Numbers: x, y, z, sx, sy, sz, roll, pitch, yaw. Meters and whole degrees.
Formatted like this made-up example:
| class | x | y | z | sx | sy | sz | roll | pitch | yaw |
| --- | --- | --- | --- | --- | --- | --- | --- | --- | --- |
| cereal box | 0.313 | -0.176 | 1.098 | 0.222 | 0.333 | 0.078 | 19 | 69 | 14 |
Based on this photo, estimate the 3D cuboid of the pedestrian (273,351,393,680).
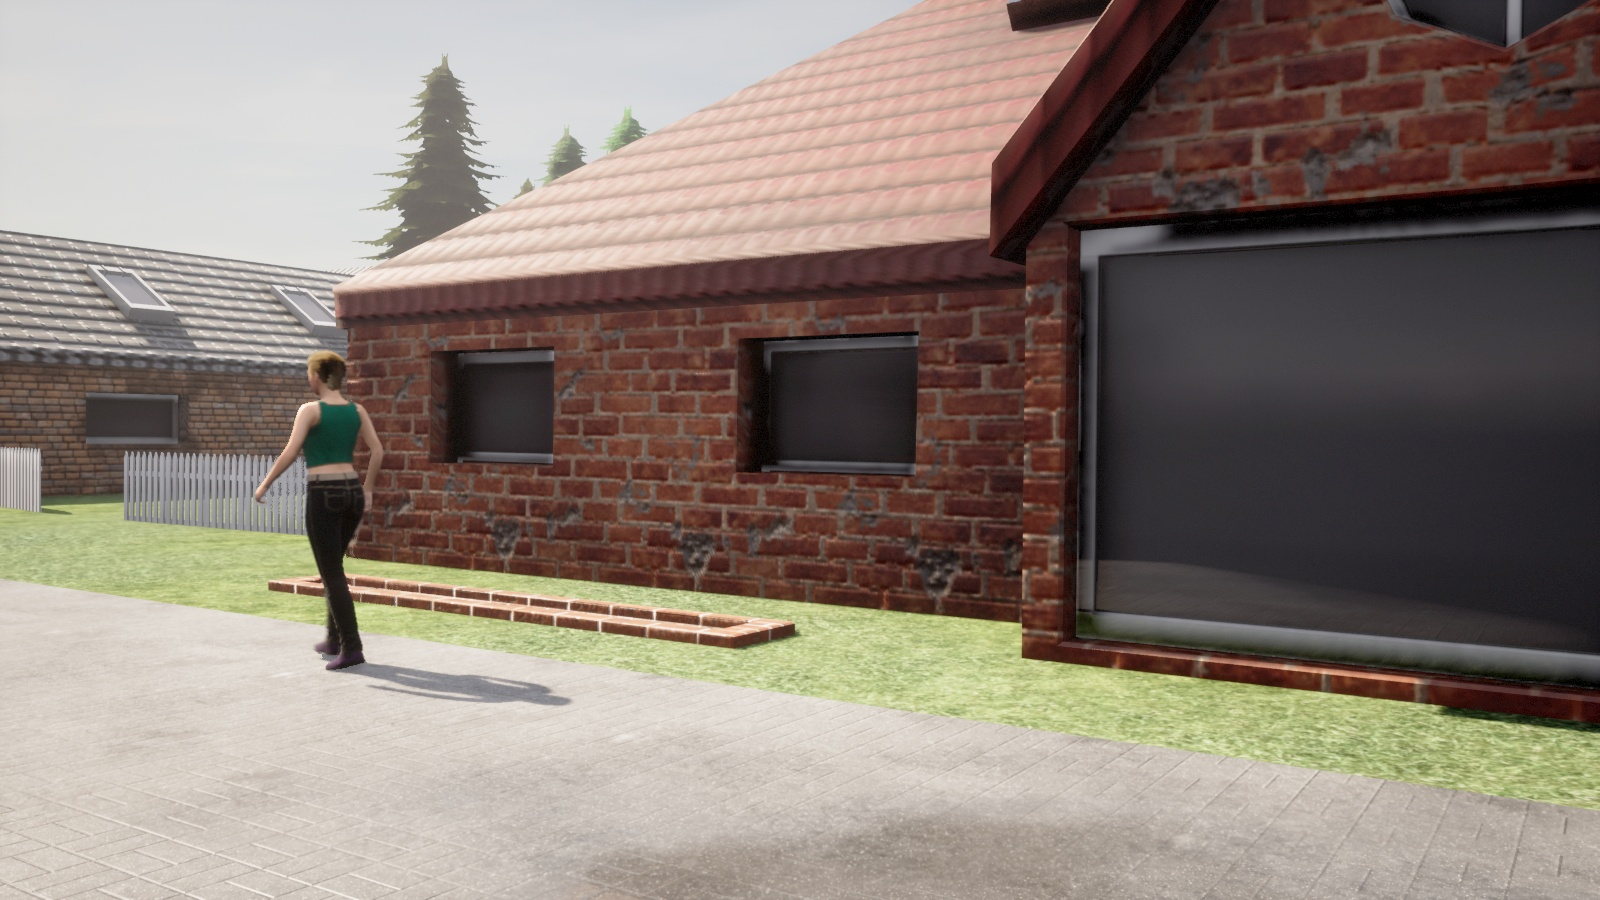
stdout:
| class | x | y | z | sx | sy | sz | roll | pitch | yaw |
| --- | --- | --- | --- | --- | --- | --- | --- | --- | --- |
| pedestrian | -2.722 | 0.366 | 7.315 | 0.594 | 1.836 | 0.345 | 0 | 1 | 33 |
